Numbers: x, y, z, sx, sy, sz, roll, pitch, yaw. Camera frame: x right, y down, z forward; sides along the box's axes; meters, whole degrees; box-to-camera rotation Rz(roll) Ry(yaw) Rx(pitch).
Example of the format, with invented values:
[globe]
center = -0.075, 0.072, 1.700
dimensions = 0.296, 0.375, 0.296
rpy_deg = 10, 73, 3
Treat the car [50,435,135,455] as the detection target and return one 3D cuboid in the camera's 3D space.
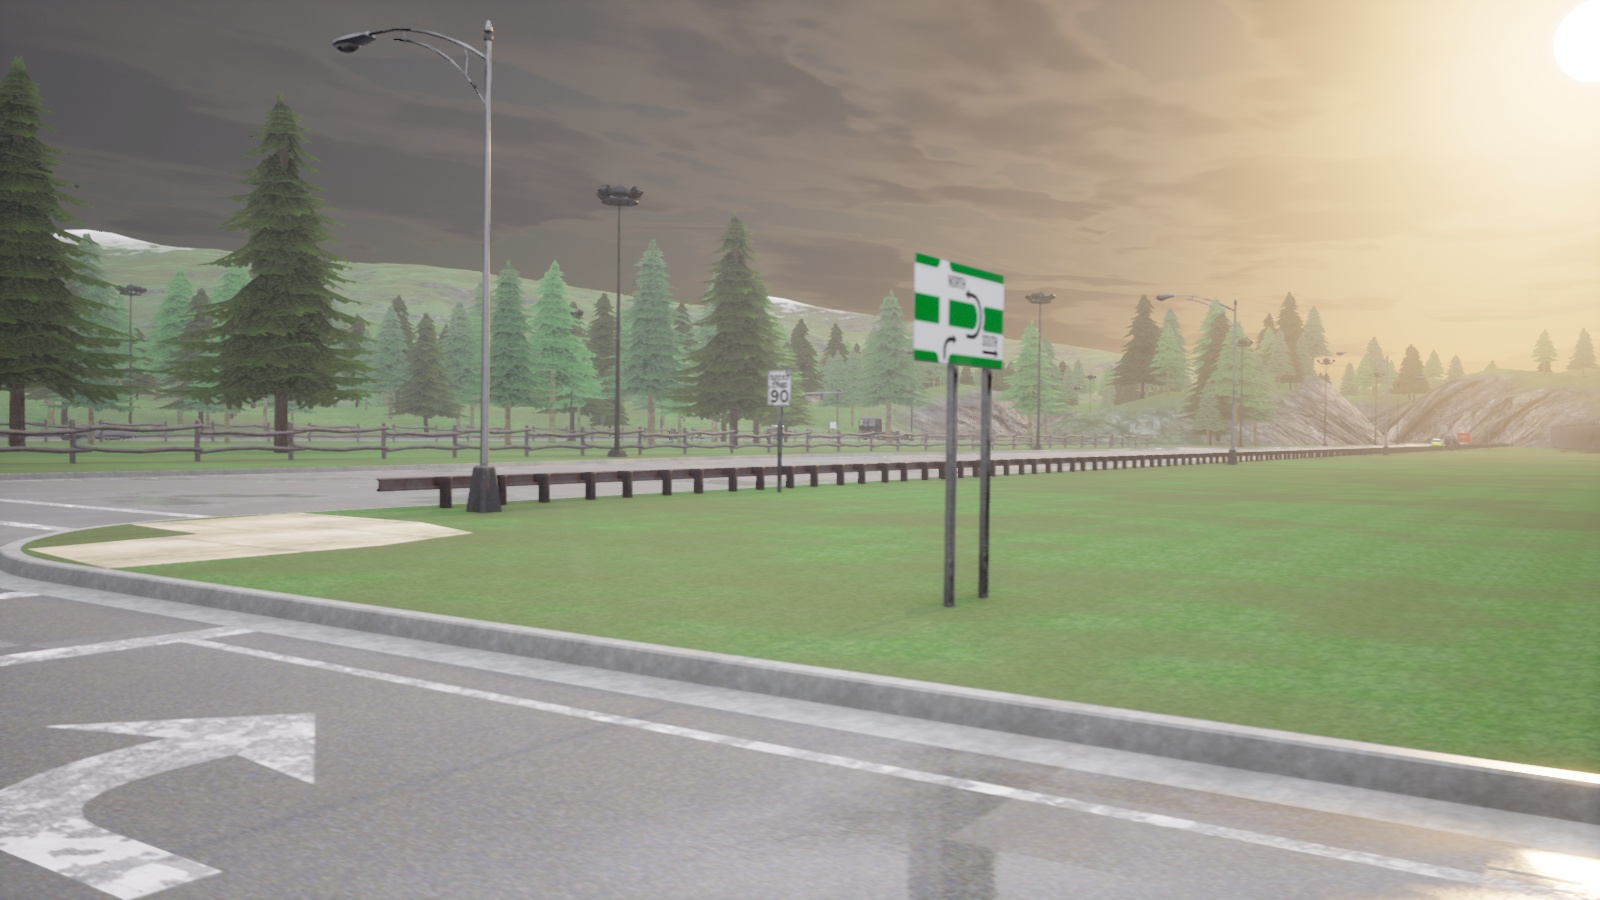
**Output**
[car]
center = -48.299, -0.358, 85.832
dimensions = 1.895, 1.301, 4.718
rpy_deg = 0, 1, 33
